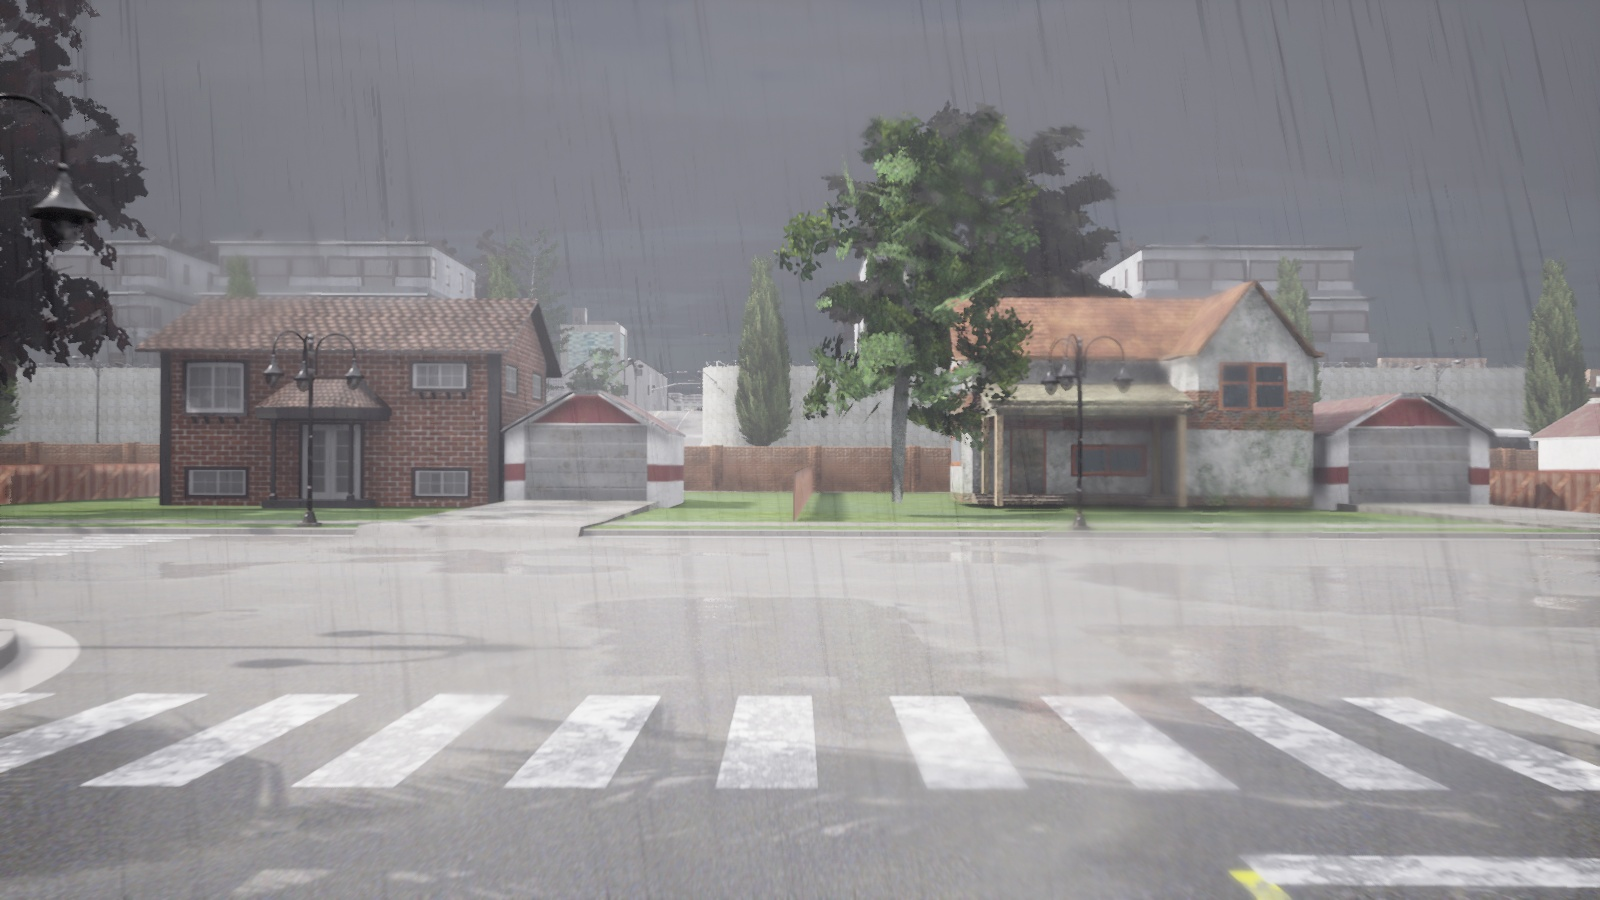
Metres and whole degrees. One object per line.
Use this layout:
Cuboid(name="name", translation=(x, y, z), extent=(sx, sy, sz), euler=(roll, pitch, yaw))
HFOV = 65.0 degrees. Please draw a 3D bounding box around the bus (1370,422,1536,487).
Cuboid(name="bus", translation=(44.499, 0.326, 85.649), extent=(10.273, 4.253, 3.944), euler=(0, 0, -18))
